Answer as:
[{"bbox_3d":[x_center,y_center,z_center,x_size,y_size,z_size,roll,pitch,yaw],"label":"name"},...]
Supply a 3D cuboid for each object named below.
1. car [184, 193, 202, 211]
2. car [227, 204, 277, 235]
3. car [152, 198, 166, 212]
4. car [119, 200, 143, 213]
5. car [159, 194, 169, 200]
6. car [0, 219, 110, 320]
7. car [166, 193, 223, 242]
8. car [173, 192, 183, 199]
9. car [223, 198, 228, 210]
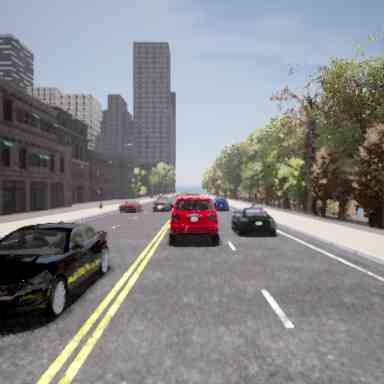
[{"bbox_3d":[0.113,1.146,40.810,2.150,2.045,5.566,0,0,0],"label":"car"},{"bbox_3d":[3.357,1.531,18.700,1.994,1.385,4.181,0,0,0],"label":"car"},{"bbox_3d":[-3.319,1.422,37.118,2.128,1.511,4.902,0,0,0],"label":"car"},{"bbox_3d":[-6.575,1.534,35.907,1.895,1.301,4.718,0,0,0],"label":"car"},{"bbox_3d":[-6.474,1.225,77.799,1.895,1.301,4.718,0,0,0],"label":"car"},{"bbox_3d":[-3.302,1.464,7.621,1.882,1.535,5.008,0,0,0],"label":"car"},{"bbox_3d":[0.100,1.194,16.400,2.150,2.045,5.566,0,0,0],"label":"car"},{"bbox_3d":[-3.225,0.811,78.884,2.097,1.767,4.553,0,0,0],"label":"car"},{"bbox_3d":[3.361,1.401,40.675,1.882,1.535,5.008,0,0,0],"label":"car"}]
